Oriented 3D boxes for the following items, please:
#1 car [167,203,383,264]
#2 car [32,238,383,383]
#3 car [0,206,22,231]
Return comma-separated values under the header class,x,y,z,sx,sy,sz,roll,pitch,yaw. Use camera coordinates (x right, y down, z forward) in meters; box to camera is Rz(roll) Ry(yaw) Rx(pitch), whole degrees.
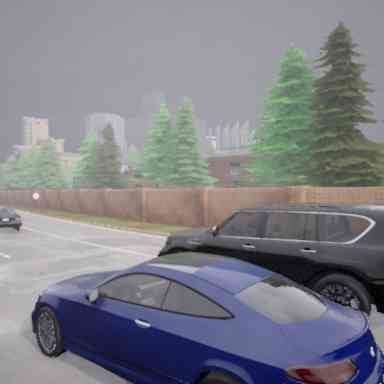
class,x,y,z,sx,sy,sz,roll,pitch,yaw
car,1.798,1.258,7.148,5.566,2.045,2.150,0,0,38
car,-0.204,1.544,4.312,4.674,1.442,1.812,0,0,37
car,-11.923,1.587,20.344,2.033,1.411,5.357,0,0,-40
